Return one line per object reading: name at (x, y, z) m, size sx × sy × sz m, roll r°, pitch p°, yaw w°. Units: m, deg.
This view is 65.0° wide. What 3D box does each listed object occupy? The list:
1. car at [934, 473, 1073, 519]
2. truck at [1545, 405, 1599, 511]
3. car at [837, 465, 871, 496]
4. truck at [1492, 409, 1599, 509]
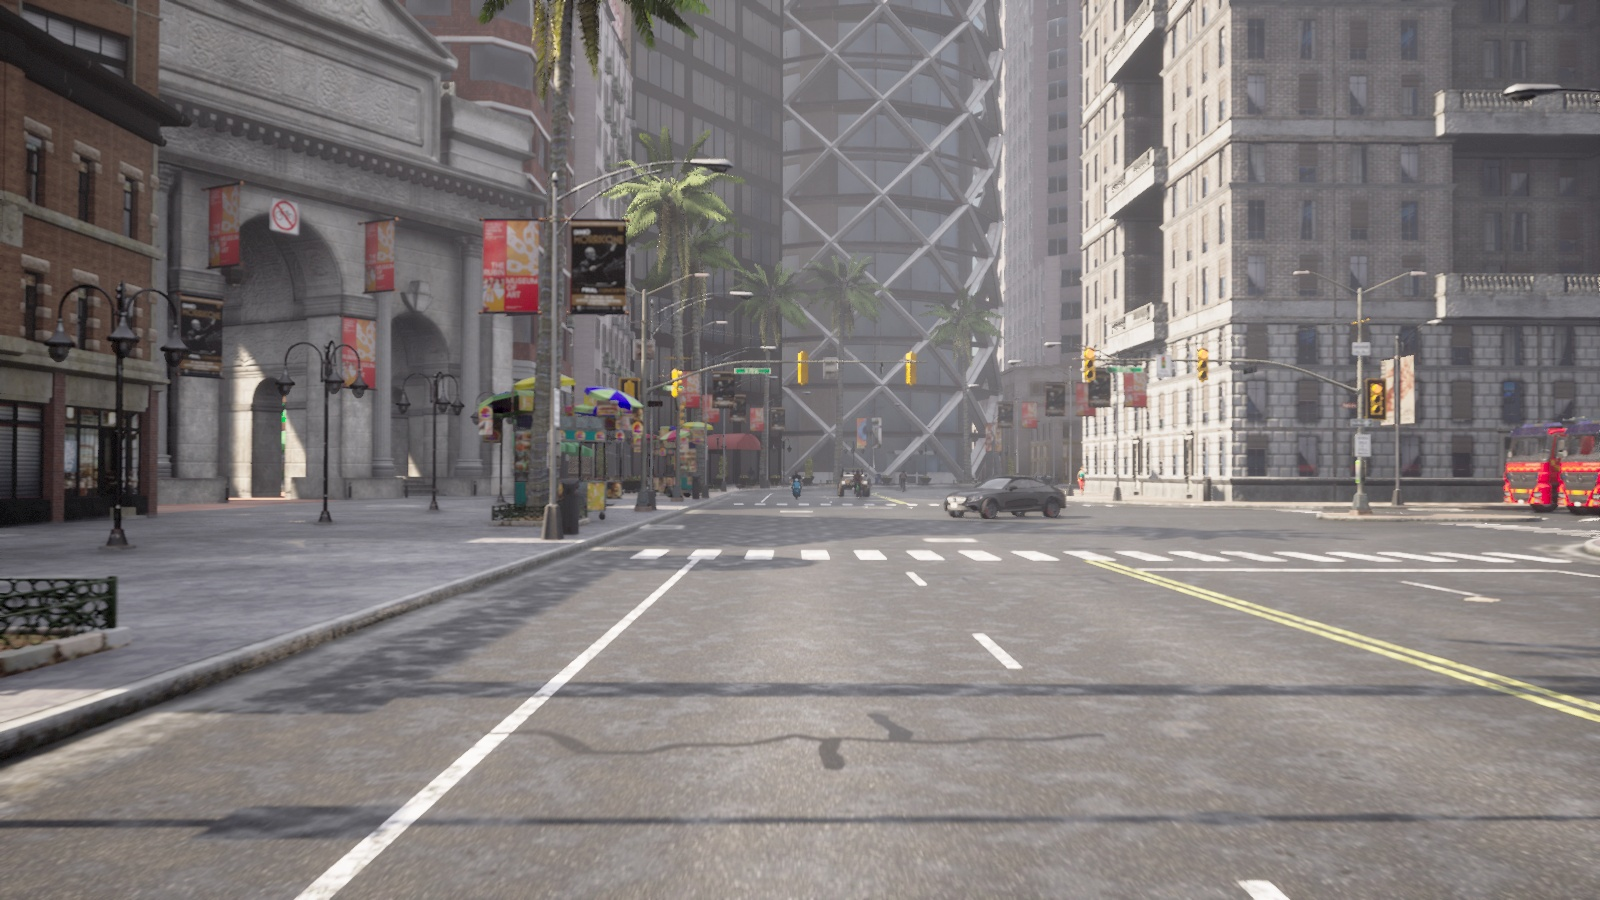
car at (6.927, 1.524, 42.478) m, size 4.674 × 1.442 × 1.812 m, roll 0°, pitch -1°, yaw -34°
truck at (32.721, 0.298, 46.528) m, size 8.468 × 3.827 × 2.891 m, roll 0°, pitch -1°, yaw -1°
car at (3.311, 1.898, 77.696) m, size 1.905 × 1.878 × 3.866 m, roll 0°, pitch -1°, yaw 0°
truck at (32.632, 0.357, 50.026) m, size 8.468 × 3.827 × 2.891 m, roll 0°, pitch -1°, yaw -1°
